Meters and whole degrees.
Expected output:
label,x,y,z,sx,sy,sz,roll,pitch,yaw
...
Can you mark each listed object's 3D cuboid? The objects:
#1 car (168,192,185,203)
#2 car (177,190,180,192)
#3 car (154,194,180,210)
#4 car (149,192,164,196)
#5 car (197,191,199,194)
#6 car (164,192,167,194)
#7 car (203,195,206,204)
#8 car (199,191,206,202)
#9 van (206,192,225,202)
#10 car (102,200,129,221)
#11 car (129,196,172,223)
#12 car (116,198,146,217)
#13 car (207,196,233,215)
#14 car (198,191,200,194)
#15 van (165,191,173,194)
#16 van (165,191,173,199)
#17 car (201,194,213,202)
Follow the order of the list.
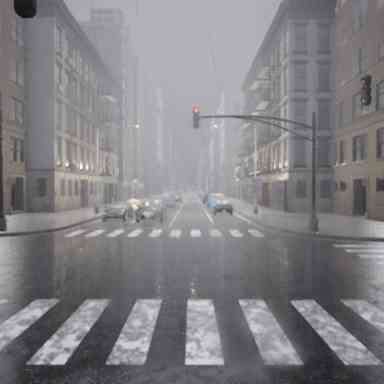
label,x,y,z,sx,sy,sz,roll,pitch,yaw
car,-2.699,1.116,57.381,1.994,1.385,4.181,0,0,1
car,-5.338,0.576,94.744,2.192,1.841,5.009,0,0,0
car,-2.794,1.246,38.422,2.033,1.411,5.357,0,0,0
car,-5.353,1.079,46.090,1.967,1.590,4.097,0,0,0
car,2.757,0.892,83.925,1.887,1.381,4.507,0,0,0
car,-5.352,1.124,51.327,1.752,1.417,4.829,0,0,0
car,2.692,1.264,40.676,1.802,1.307,4.206,0,0,0
car,2.709,0.913,51.486,2.192,1.841,5.009,0,0,0
van,2.684,1.065,35.268,1.690,1.788,3.998,0,0,0
car,-5.360,1.358,24.467,2.008,1.369,4.403,0,0,0
car,-2.819,1.304,23.831,2.128,1.511,4.902,0,0,0
car,-5.358,1.292,29.703,1.752,1.417,4.829,0,0,0
car,2.676,1.317,29.864,2.008,1.369,4.403,0,0,0
car,2.733,0.997,67.875,1.752,1.417,4.829,0,0,0
van,-5.347,0.813,67.713,1.690,1.788,3.998,0,0,0
van,-5.343,0.729,78.526,1.690,1.788,3.998,0,0,0
car,2.724,1.065,62.300,2.008,1.369,4.403,0,0,0
